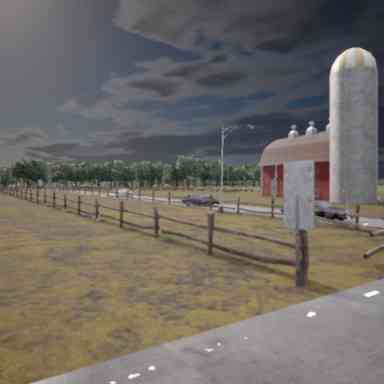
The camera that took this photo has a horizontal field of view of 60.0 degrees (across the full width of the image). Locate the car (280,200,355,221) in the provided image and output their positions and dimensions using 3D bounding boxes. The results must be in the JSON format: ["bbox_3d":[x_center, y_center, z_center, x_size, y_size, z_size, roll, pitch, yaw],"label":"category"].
[{"bbox_3d":[9.193,1.316,24.839,2.033,1.411,5.357,0,2,-35],"label":"car"}]

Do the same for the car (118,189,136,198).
[{"bbox_3d":[-10.623,0.188,52.930,1.812,1.442,4.674,0,1,-35],"label":"car"}]

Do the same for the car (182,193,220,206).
[{"bbox_3d":[0.952,0.835,36.466,2.033,1.411,5.357,0,2,-35],"label":"car"}]
